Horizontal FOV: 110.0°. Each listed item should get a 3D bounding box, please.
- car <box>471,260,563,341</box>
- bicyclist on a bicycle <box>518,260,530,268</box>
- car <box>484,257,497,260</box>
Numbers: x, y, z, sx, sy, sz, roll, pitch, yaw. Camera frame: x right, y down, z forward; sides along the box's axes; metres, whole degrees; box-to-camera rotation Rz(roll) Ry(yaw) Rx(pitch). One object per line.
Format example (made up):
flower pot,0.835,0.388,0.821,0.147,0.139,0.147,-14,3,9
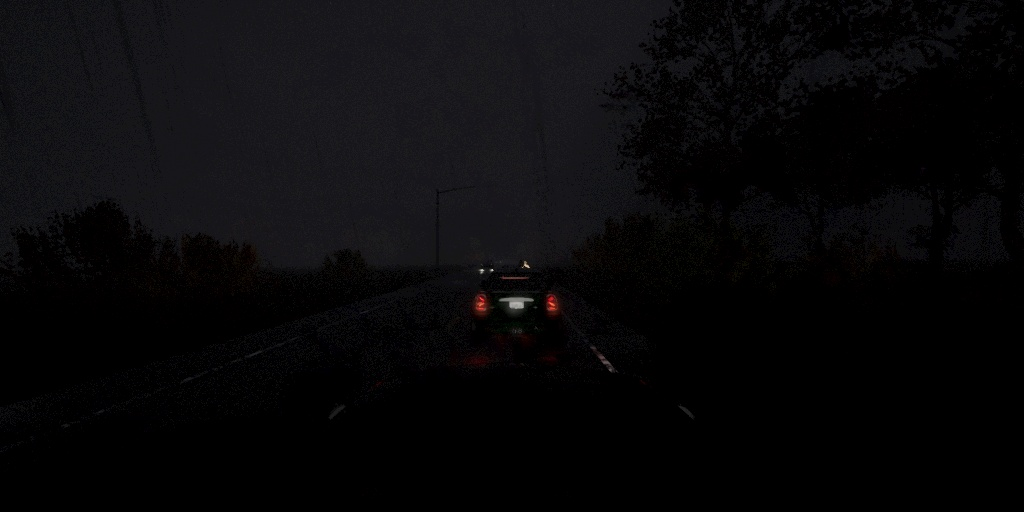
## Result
car,0.109,1.099,10.002,2.097,1.767,4.553,0,0,0
bicyclist on a bicycle,0.960,1.177,25.825,0.866,1.612,1.509,0,0,1
car,-3.752,1.211,54.721,1.882,1.535,5.008,0,0,0
